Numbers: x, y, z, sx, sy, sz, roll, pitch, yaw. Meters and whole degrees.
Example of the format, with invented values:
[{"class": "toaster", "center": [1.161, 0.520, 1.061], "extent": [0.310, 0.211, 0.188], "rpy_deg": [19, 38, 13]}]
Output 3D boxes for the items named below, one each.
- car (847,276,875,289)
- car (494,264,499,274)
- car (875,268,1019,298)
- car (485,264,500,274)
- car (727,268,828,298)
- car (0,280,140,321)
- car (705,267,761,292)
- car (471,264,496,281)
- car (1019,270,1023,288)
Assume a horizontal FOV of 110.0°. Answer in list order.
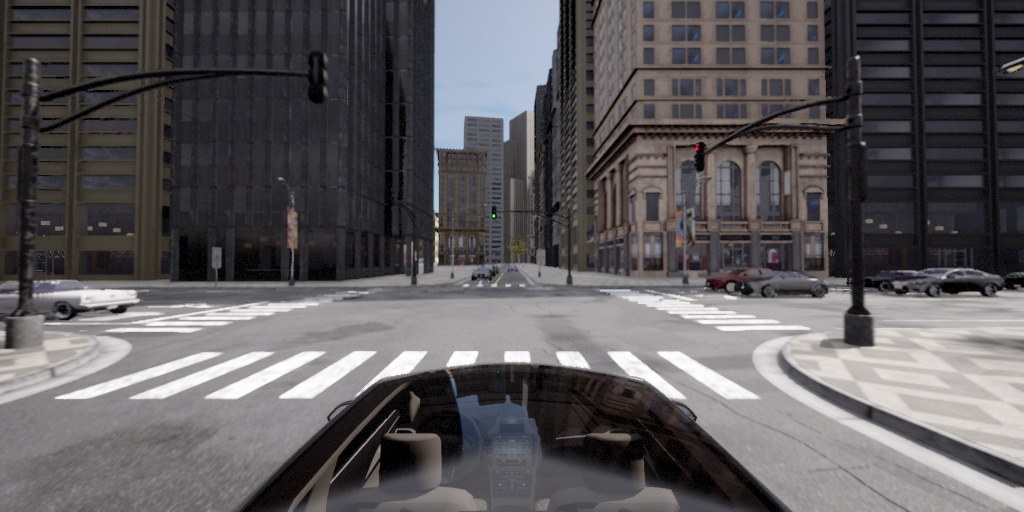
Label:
[{"class": "car", "center": [24.261, 1.585, 22.706], "extent": [4.718, 1.301, 1.895], "rpy_deg": [0, -1, 0]}, {"class": "car", "center": [-3.038, 1.867, 45.948], "extent": [1.882, 1.535, 5.008], "rpy_deg": [0, -1, 0]}, {"class": "car", "center": [23.399, 1.412, 19.454], "extent": [4.902, 1.511, 2.128], "rpy_deg": [0, -1, 0]}, {"class": "car", "center": [-3.025, 2.043, 56.324], "extent": [2.128, 1.511, 4.902], "rpy_deg": [0, -1, 0]}, {"class": "car", "center": [14.488, 1.507, 19.447], "extent": [4.181, 1.385, 1.994], "rpy_deg": [0, -1, 0]}, {"class": "car", "center": [-16.369, 1.509, 12.734], "extent": [4.718, 1.301, 1.895], "rpy_deg": [0, -1, 0]}, {"class": "car", "center": [14.916, 1.486, 22.703], "extent": [5.008, 1.535, 1.882], "rpy_deg": [0, -1, 0]}, {"class": "car", "center": [-3.037, 1.816, 36.896], "extent": [1.994, 1.385, 4.181], "rpy_deg": [0, -1, -1]}, {"class": "car", "center": [34.227, 1.312, 22.701], "extent": [4.553, 1.767, 2.097], "rpy_deg": [0, -1, 0]}]
